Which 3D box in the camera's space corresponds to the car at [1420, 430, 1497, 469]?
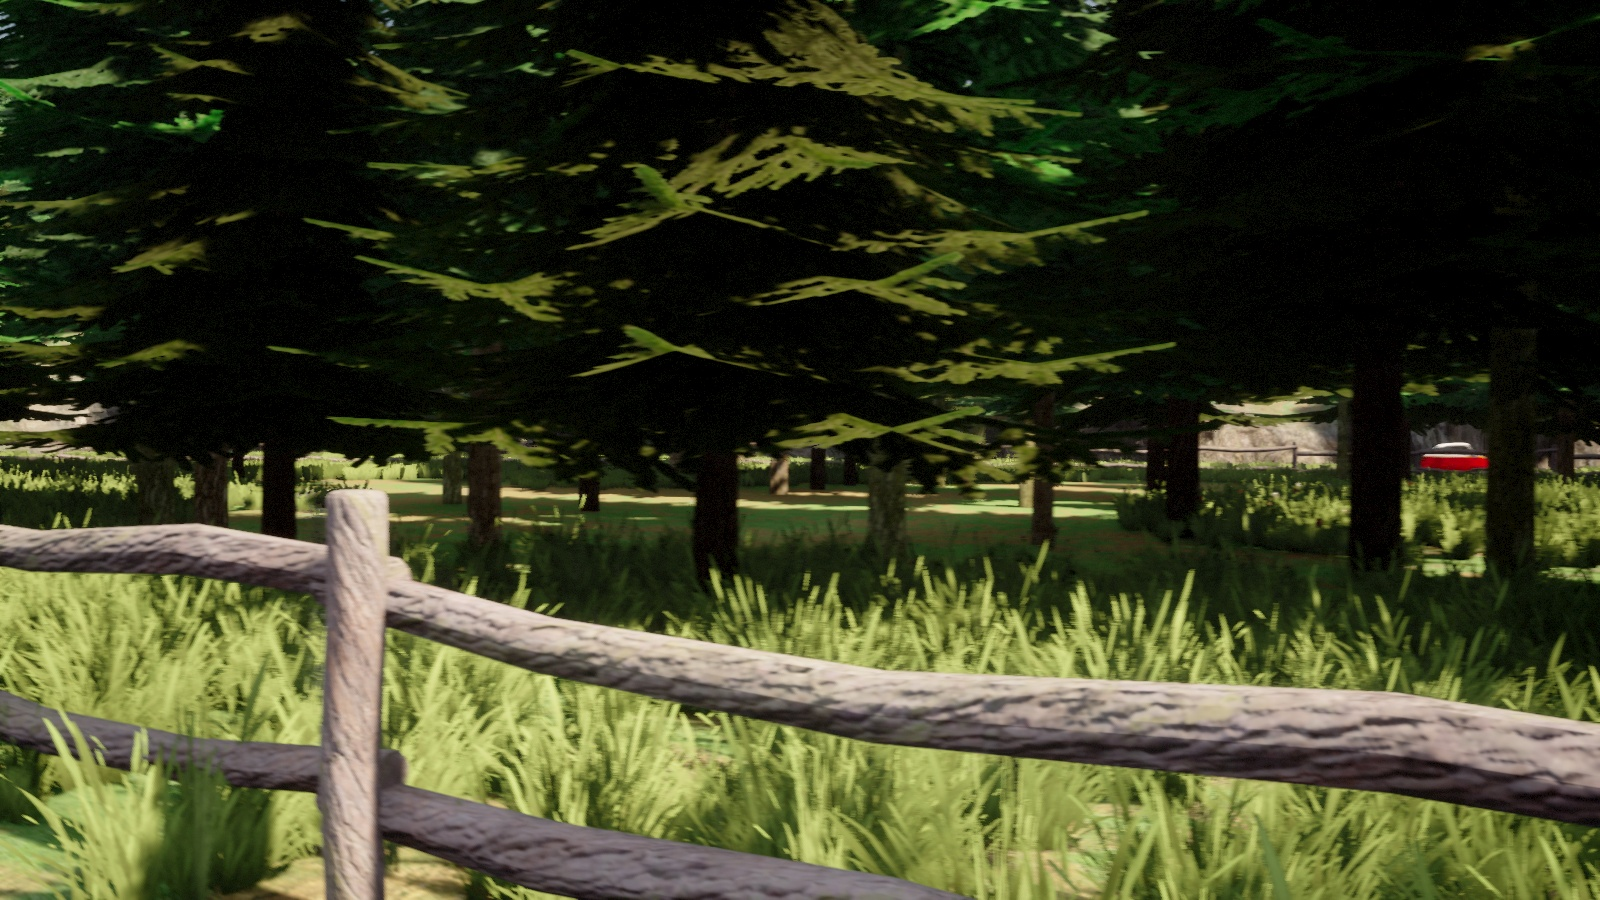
[{"bbox_3d":[23.844,-0.019,45.526,2.207,1.376,1.481,-1,1,17],"label":"car"}]
